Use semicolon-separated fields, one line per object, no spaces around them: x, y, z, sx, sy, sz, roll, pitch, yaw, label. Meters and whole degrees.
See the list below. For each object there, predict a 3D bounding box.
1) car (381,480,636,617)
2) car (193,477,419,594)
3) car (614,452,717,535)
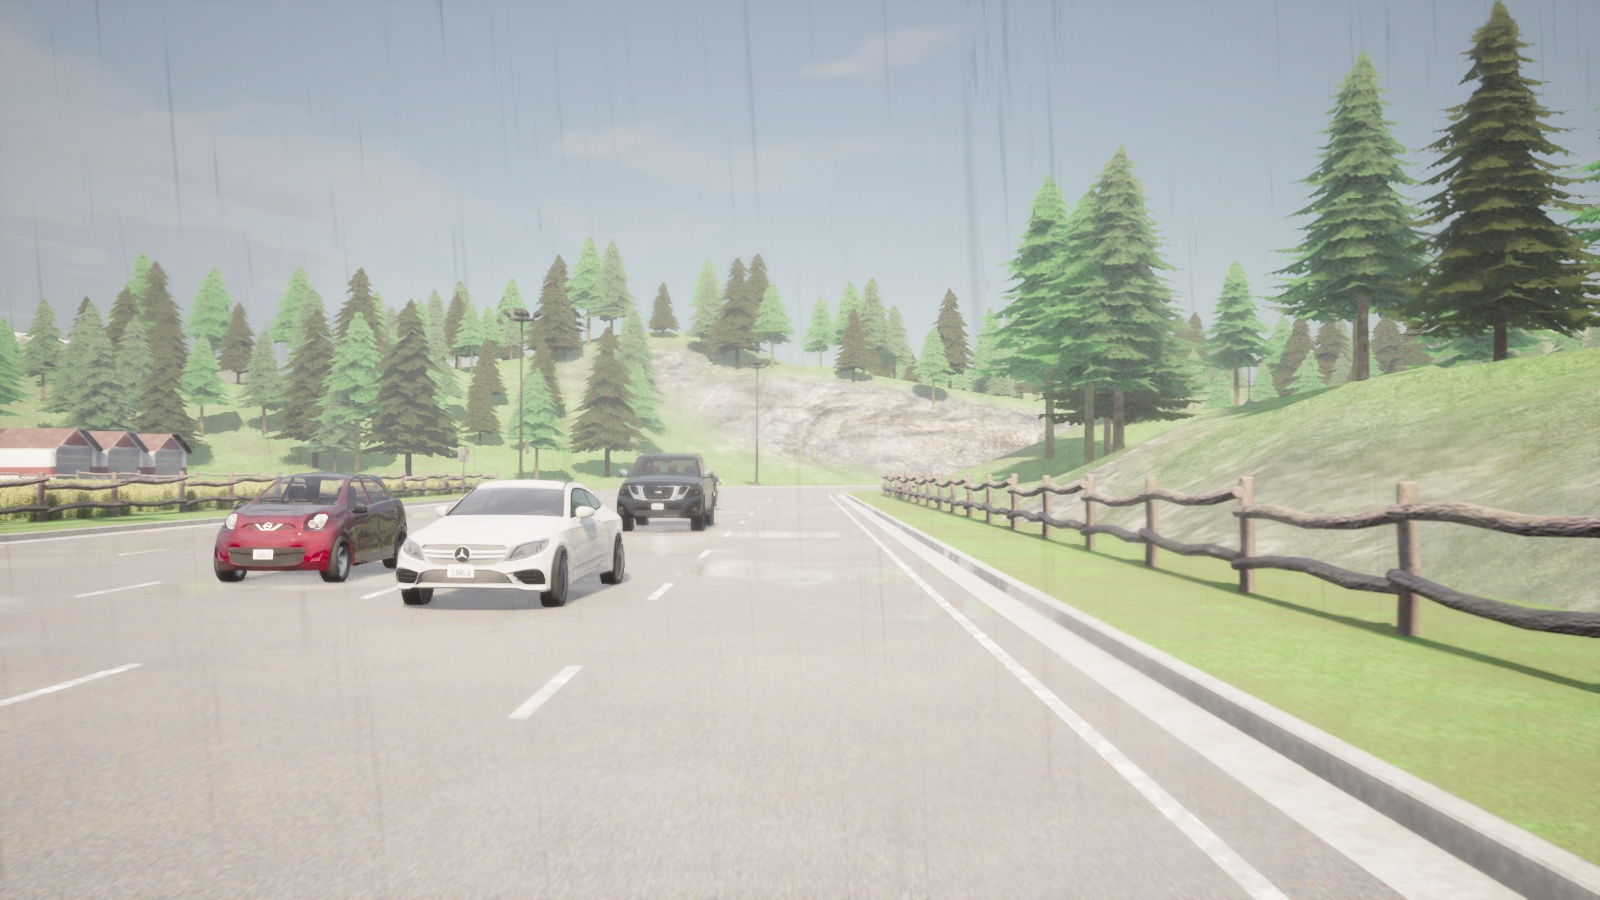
-3.465;1.120;15.901;1.812;1.442;4.674;0;-1;5;car
-7.032;1.163;18.295;1.845;1.501;3.633;0;-1;0;car
-3.500;1.111;33.677;2.150;2.045;5.566;0;-1;0;car
